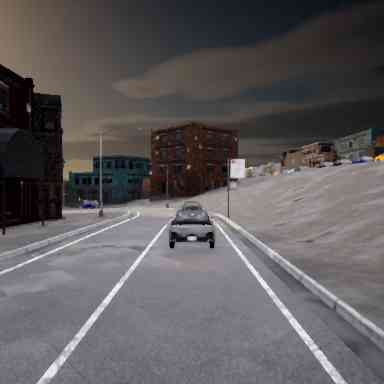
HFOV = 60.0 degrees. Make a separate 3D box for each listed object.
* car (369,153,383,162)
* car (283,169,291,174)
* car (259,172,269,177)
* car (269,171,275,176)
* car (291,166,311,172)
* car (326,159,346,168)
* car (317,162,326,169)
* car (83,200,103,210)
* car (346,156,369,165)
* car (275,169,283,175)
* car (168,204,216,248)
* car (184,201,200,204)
[{"bbox_3d":[22.447,-3.765,36.831,2.097,1.535,5.008,0,1,-4],"label":"car"},{"bbox_3d":[21.375,-4.195,69.857,2.002,1.452,4.674,0,1,-1],"label":"car"},{"bbox_3d":[20.891,-4.469,92.064,2.231,1.521,4.892,0,1,-1],"label":"car"},{"bbox_3d":[21.132,-4.487,81.049,2.185,1.767,4.553,0,1,-1],"label":"car"},{"bbox_3d":[21.495,-4.297,64.364,2.185,1.767,4.553,0,1,-1],"label":"car"},{"bbox_3d":[21.861,-3.963,47.909,2.231,1.521,4.892,0,1,-1],"label":"car"},{"bbox_3d":[21.733,-4.041,53.427,2.231,1.521,4.892,0,1,-1],"label":"car"},{"bbox_3d":[-20.789,2.734,69.633,5.566,2.045,2.150,-4,-2,45],"label":"car"},{"bbox_3d":[22.095,-3.826,42.368,2.002,1.452,4.674,0,1,-2],"label":"car"},{"bbox_3d":[21.252,-4.427,75.530,2.185,1.767,4.553,0,1,-1],"label":"car"},{"bbox_3d":[0.000,1.491,14.599,2.128,1.511,4.902,0,0,0],"label":"car"},{"bbox_3d":[-0.014,1.610,29.648,1.837,1.490,4.892,0,-1,-1],"label":"car"}]
